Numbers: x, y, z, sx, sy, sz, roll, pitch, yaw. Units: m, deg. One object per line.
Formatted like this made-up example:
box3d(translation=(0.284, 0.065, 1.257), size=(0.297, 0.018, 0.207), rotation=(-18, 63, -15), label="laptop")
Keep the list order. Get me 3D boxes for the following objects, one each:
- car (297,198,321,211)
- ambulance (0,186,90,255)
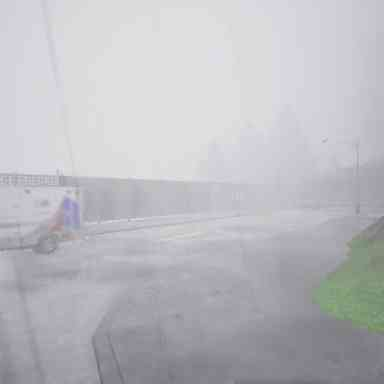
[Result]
box3d(translation=(14.759, 1.522, 41.576), size=(1.812, 1.442, 4.674), rotation=(0, 0, 37), label="car")
box3d(translation=(-6.801, 1.028, 11.420), size=(2.351, 2.431, 6.366), rotation=(0, 0, 36), label="ambulance")
